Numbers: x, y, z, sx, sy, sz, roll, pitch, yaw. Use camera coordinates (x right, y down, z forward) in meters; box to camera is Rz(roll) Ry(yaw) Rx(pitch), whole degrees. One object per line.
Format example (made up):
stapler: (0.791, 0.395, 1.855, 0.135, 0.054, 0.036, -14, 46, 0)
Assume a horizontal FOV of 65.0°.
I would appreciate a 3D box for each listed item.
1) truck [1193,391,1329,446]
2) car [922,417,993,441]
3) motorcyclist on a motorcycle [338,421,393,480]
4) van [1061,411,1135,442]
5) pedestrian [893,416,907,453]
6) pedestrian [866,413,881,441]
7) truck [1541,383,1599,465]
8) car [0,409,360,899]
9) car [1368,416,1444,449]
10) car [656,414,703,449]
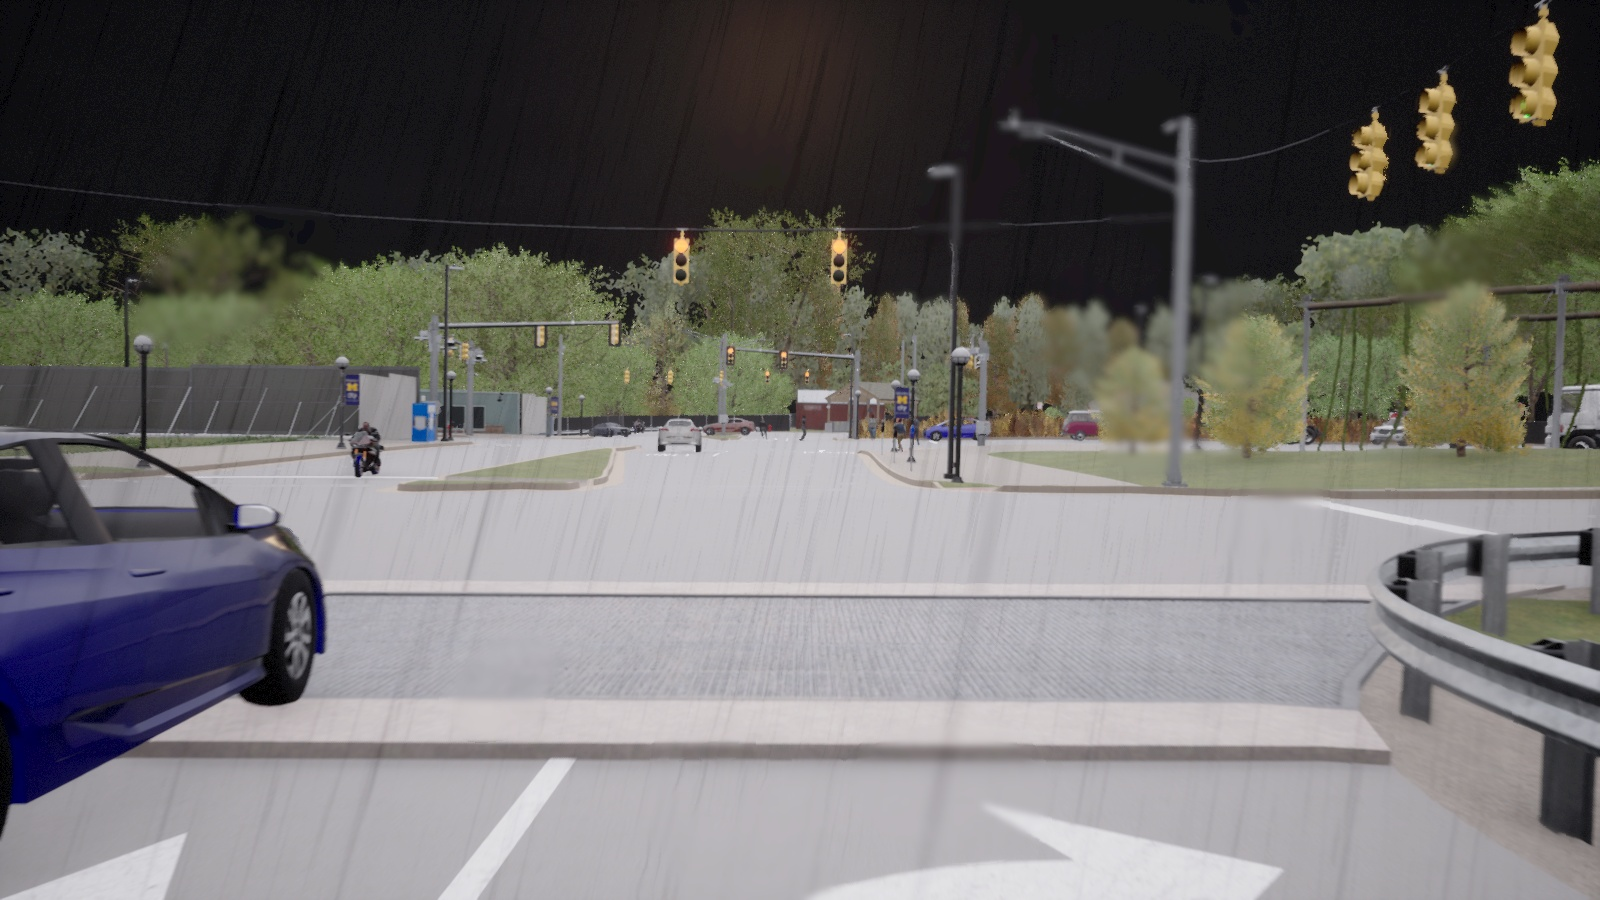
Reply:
truck: (30.664, -2.094, 83.693, 7.936, 3.462, 2.891, 1, 2, -4)
car: (10.439, -1.382, 83.486, 4.514, 1.525, 2.007, 0, 2, 1)
motorcyclist on a motorcycle: (-11.780, -0.019, 34.125, 0.866, 1.530, 2.191, 0, 2, -3)
van: (19.771, -1.578, 83.503, 4.442, 1.987, 1.775, 1, 3, 0)
pedestrian: (5.246, -0.817, 65.858, 0.423, 1.949, 0.788, 1, 2, -17)
pedestrian: (5.024, -1.576, 85.833, 0.874, 1.855, 0.900, 1, 2, -5)
truck: (35.678, -1.059, 52.262, 2.891, 3.462, 7.936, 0, 1, -27)
car: (-3.546, 0.606, 5.167, 2.007, 1.525, 4.514, 0, 2, -2)
car: (41.205, -1.169, 85.315, 5.566, 2.045, 2.150, 1, 3, -36)
car: (-5.927, -0.895, 62.250, 2.152, 1.651, 5.027, 1, 1, -4)
